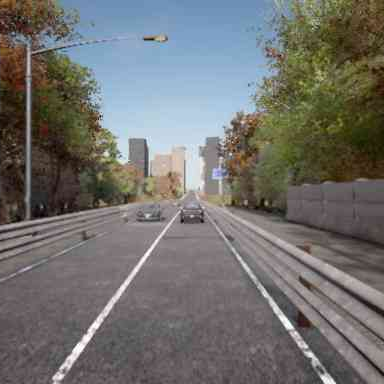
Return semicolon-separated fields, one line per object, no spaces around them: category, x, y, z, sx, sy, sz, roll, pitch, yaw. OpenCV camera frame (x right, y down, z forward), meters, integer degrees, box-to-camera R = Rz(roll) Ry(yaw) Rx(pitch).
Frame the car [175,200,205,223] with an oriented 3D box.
car;0.019;1.595;26.745;2.128;1.511;4.902;0;0;0

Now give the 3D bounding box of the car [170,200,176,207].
car;-3.247;2.313;68.391;1.812;1.442;4.674;0;-1;0

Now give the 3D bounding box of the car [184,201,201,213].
car;0.065;1.834;42.236;2.033;1.411;5.357;0;-1;0

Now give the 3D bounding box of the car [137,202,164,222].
car;-3.347;1.613;27.407;1.837;1.490;4.892;0;-1;0
